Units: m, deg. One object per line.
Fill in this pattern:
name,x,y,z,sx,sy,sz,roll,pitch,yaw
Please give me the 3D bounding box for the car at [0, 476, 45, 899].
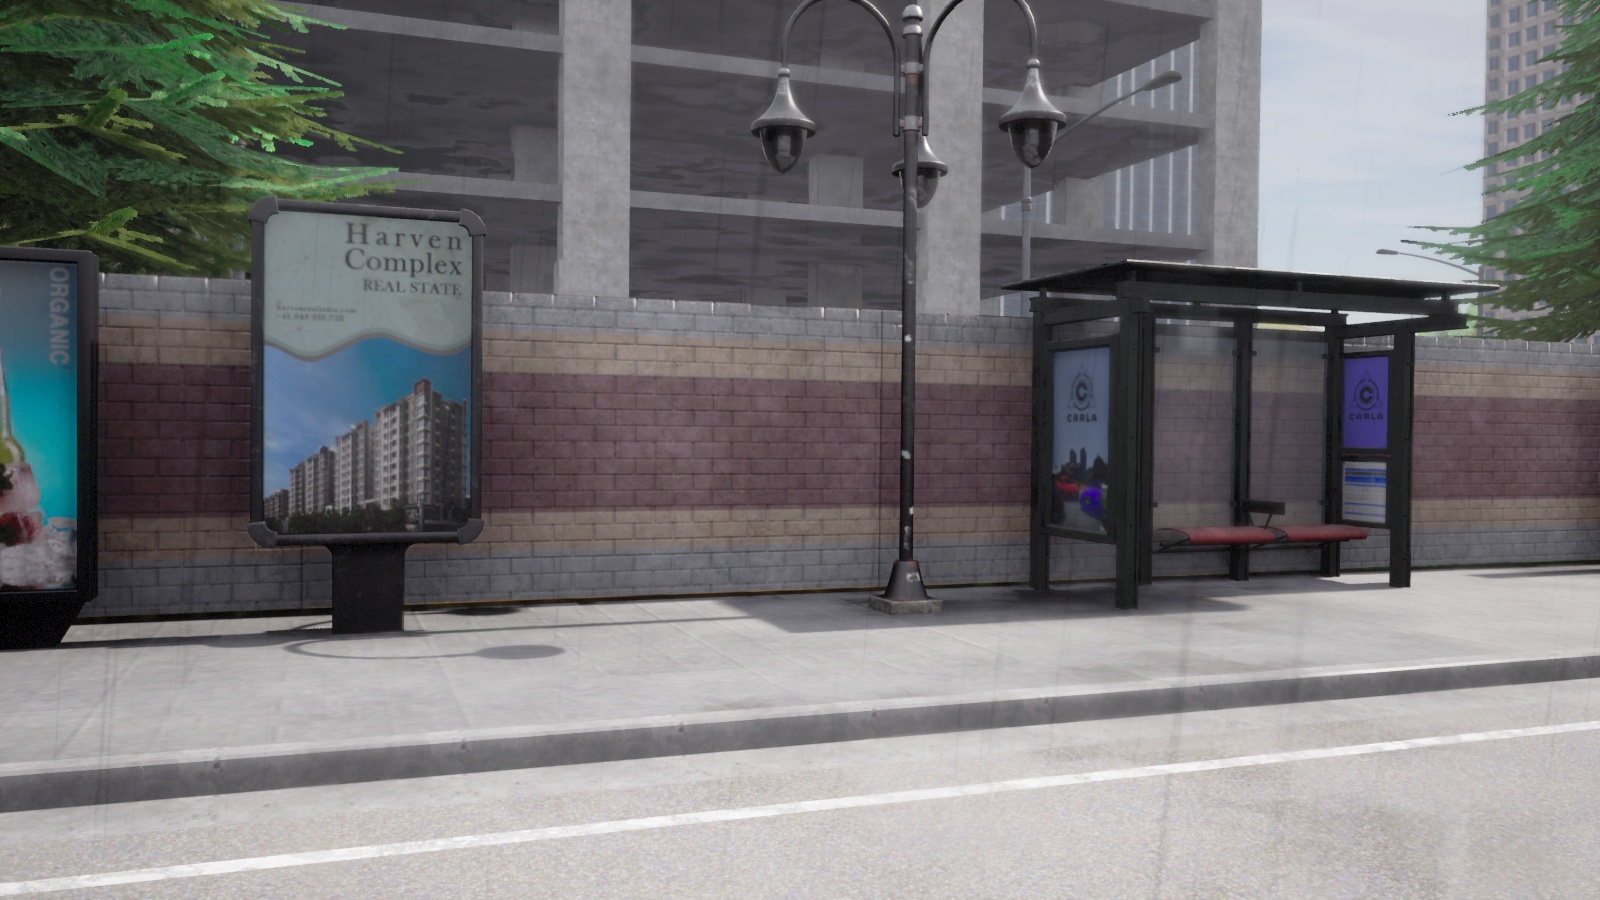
car,-3.928,0.838,1.747,4.674,1.442,1.812,-1,1,-21
